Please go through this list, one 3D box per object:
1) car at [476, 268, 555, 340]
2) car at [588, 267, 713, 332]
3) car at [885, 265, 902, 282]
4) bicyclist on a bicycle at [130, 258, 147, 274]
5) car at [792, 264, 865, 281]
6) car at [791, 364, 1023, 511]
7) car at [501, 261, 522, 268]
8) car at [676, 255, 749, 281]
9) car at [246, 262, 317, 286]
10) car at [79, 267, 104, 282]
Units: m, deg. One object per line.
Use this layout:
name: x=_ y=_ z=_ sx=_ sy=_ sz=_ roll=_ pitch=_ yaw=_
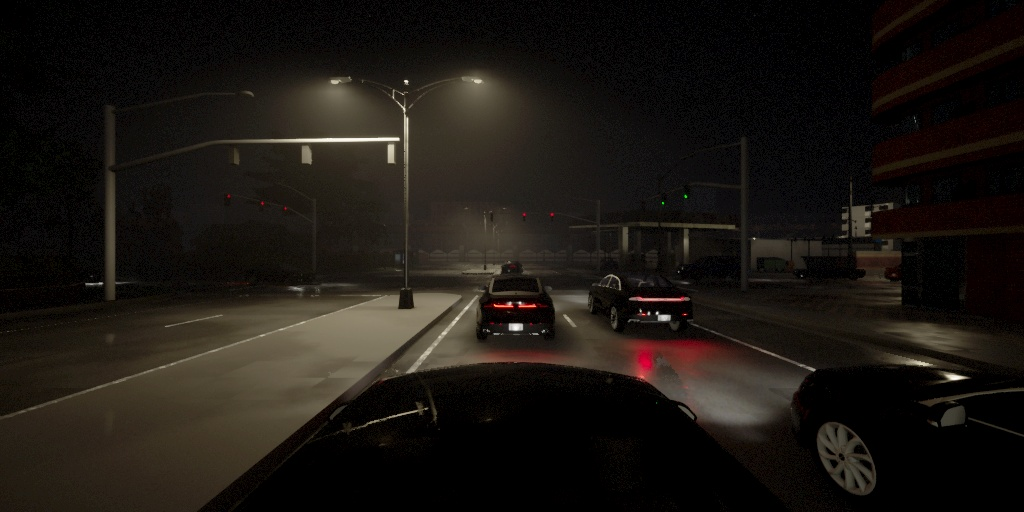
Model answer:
car: x=0.094 y=1.255 z=10.004 sx=1.837 sy=1.490 sz=4.892 roll=0 pitch=0 yaw=0
car: x=3.601 y=1.242 z=10.860 sx=2.128 sy=1.511 sz=4.902 roll=0 pitch=0 yaw=0
car: x=30.493 y=1.227 z=26.360 sx=5.008 sy=1.535 sz=1.882 roll=0 pitch=0 yaw=-1
bicyclist on a bicycle: x=-38.235 y=1.053 z=36.726 sx=0.582 sy=1.620 sz=1.656 roll=0 pitch=0 yaw=0
car: x=26.414 y=1.351 z=30.001 sx=4.718 sy=1.301 sz=1.895 roll=0 pitch=0 yaw=-1
car: x=3.600 y=1.255 z=1.452 sx=1.837 sy=1.490 sz=4.892 roll=0 pitch=0 yaw=0
car: x=-0.017 y=1.241 z=38.104 sx=2.128 sy=1.511 sz=4.902 roll=0 pitch=0 yaw=7
car: x=16.627 y=0.972 z=29.858 sx=5.566 sy=2.045 sz=2.150 roll=0 pitch=0 yaw=-1
car: x=-16.278 y=1.228 z=25.338 sx=5.008 sy=1.535 sz=1.882 roll=0 pitch=-1 yaw=15
car: x=-32.813 y=1.314 z=26.276 sx=4.181 sy=1.385 sz=1.994 roll=0 pitch=0 yaw=0
